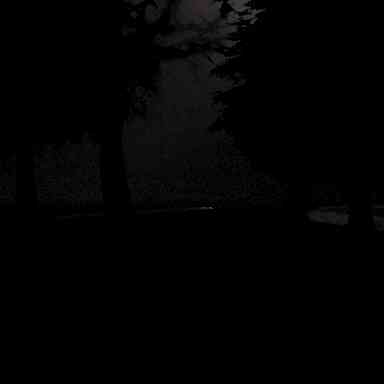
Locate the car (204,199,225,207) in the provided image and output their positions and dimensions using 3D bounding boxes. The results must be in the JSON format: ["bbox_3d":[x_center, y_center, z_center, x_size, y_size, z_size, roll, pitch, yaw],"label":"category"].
[{"bbox_3d":[3.828,1.851,56.756,1.994,1.385,4.181,-2,-2,36],"label":"car"}]
